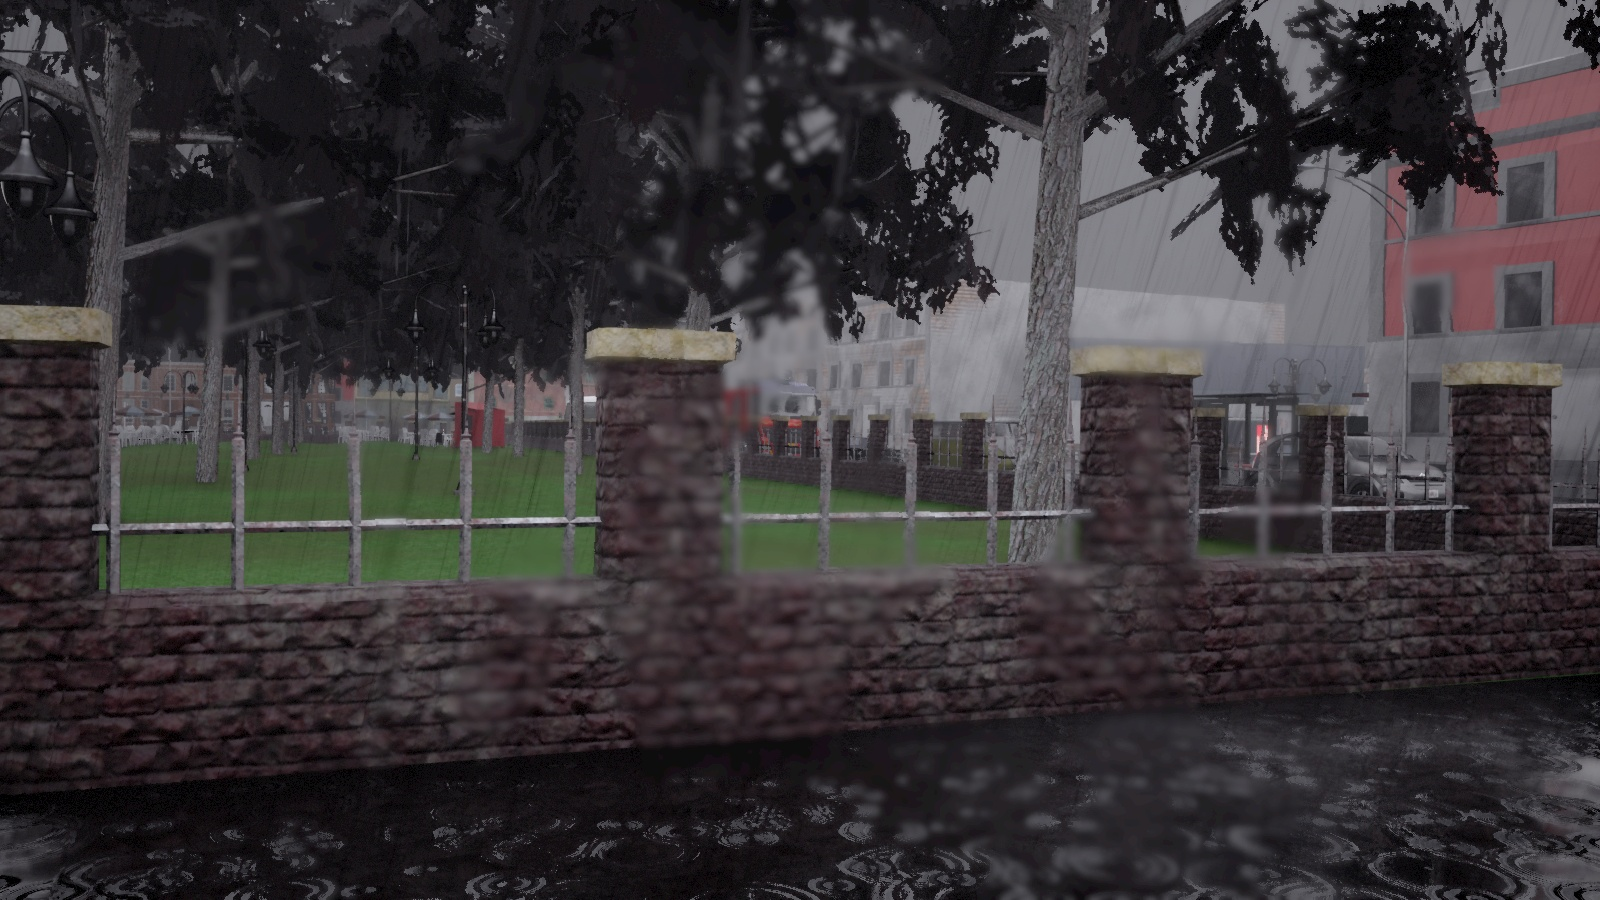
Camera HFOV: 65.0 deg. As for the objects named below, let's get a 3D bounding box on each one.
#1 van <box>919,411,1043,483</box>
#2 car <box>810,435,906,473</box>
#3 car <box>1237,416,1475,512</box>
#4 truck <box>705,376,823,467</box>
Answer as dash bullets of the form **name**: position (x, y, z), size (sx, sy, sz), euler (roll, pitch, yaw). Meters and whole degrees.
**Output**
- **van**: position (5.323, -0.116, 37.445), size (1.775, 1.987, 4.442), euler (-1, 1, -20)
- **car**: position (2.087, 0.118, 46.563), size (1.895, 1.301, 4.718), euler (-1, 1, -20)
- **car**: position (10.278, 0.202, 23.553), size (1.851, 1.617, 3.988), euler (-1, 1, -19)
- **truck**: position (-1.803, -1.282, 57.441), size (2.891, 3.827, 8.468), euler (-1, 1, -20)
